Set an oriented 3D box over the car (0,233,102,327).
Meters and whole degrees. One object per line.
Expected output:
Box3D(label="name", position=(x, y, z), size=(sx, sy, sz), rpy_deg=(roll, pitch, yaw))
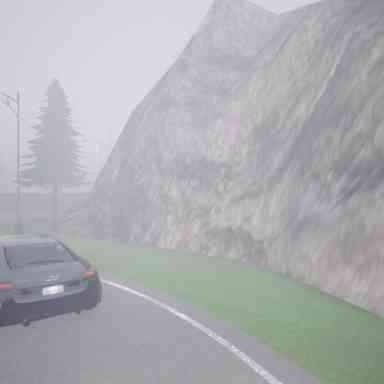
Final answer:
Box3D(label="car", position=(-3.557, 1.564, 6.946), size=(1.994, 1.385, 4.181), rpy_deg=(0, 0, -40))
